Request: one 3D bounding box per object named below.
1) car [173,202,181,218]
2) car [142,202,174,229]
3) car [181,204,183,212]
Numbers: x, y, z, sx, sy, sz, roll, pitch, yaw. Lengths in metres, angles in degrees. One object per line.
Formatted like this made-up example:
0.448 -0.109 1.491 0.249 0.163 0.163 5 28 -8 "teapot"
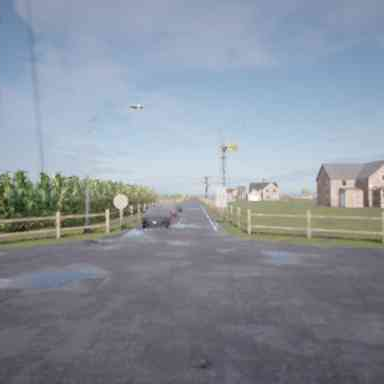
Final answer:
-2.499 1.966 35.416 1.812 1.442 4.674 0 -1 0 "car"
-2.531 1.780 24.407 1.882 1.535 5.008 0 -1 -1 "car"
-2.378 2.159 47.639 1.994 1.385 4.181 0 -1 1 "car"
